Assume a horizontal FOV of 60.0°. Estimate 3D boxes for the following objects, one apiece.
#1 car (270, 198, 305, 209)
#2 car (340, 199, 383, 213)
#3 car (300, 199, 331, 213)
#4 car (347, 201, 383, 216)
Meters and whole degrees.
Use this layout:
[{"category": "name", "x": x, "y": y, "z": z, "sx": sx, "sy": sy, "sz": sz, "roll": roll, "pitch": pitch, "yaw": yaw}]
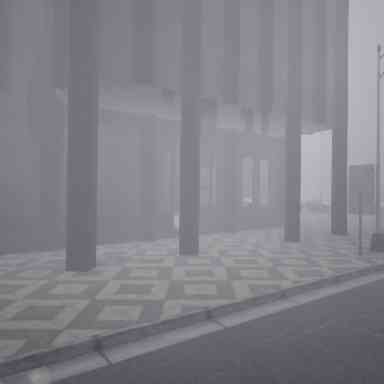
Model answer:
[{"category": "car", "x": 13.484, "y": 1.553, "z": 47.204, "sx": 1.887, "sy": 1.381, "sz": 4.507, "roll": 1, "pitch": -1, "yaw": -36}, {"category": "car", "x": 19.782, "y": 1.580, "z": 38.433, "sx": 2.008, "sy": 1.369, "sz": 4.403, "roll": 1, "pitch": -1, "yaw": -36}, {"category": "car", "x": 12.900, "y": 1.444, "z": 33.404, "sx": 1.887, "sy": 1.381, "sz": 4.507, "roll": 1, "pitch": -1, "yaw": -36}, {"category": "car", "x": 16.091, "y": 1.437, "z": 28.961, "sx": 1.752, "sy": 1.417, "sz": 4.829, "roll": 1, "pitch": -1, "yaw": -36}]
